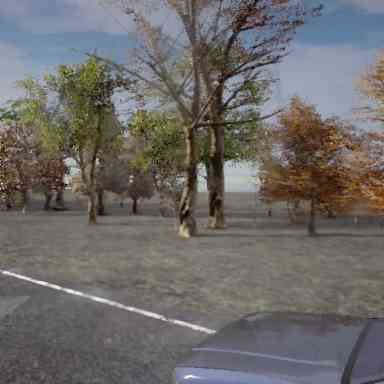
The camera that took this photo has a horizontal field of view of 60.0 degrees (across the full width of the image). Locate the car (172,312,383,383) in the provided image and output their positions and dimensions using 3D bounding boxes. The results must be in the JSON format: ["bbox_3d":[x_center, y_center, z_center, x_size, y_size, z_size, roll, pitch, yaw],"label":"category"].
[{"bbox_3d":[2.365,1.534,2.013,5.357,1.411,2.033,1,0,35],"label":"car"}]
